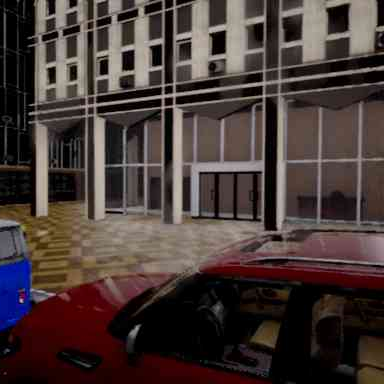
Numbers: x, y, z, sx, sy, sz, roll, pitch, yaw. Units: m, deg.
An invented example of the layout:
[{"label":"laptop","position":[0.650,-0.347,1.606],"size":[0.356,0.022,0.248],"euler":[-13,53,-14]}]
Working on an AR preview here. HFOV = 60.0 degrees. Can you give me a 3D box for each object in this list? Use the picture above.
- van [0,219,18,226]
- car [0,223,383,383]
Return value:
[{"label":"van","position":[-4.276,1.227,5.000],"size":[3.998,1.788,1.690],"euler":[1,2,27]},{"label":"car","position":[0.806,1.248,2.455],"size":[5.009,1.841,2.192],"euler":[1,2,27]}]
